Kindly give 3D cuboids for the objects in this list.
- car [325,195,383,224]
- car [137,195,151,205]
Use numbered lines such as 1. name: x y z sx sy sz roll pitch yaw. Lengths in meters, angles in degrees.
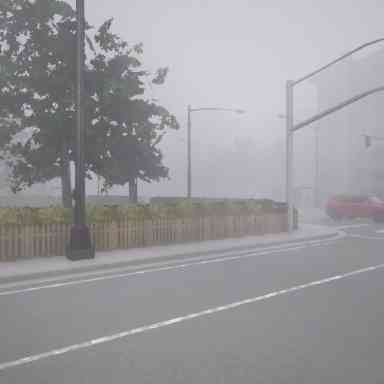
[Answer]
1. car: 12.897 1.221 25.117 2.150 2.045 5.566 0 0 -34
2. car: -7.722 1.355 55.102 2.097 1.767 4.553 0 0 -35
